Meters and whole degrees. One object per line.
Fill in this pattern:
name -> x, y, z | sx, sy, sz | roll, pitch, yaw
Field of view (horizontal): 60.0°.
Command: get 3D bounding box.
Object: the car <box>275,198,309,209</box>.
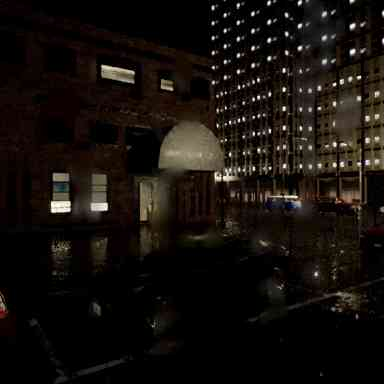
car -> 13.689, 1.514, 45.632 | 1.802, 1.307, 4.206 | 0, 0, -35

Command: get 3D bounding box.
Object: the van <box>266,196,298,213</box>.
van -> 9.972, 1.326, 36.297 | 1.690, 1.788, 3.998 | 0, 0, -35

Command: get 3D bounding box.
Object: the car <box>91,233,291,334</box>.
car -> 0.199, 1.565, 6.774 | 4.313, 1.339, 1.947 | 0, 0, -35

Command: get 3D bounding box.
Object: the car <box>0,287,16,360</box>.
car -> -4.268, 1.440, 3.526 | 4.097, 1.590, 1.967 | 0, 0, -35

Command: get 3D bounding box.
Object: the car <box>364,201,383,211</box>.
car -> 20.017, 1.499, 36.535 | 2.008, 1.369, 4.403 | 0, 0, -35

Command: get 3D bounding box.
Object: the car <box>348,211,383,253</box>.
car -> 8.045, 1.543, 12.440 | 4.507, 1.381, 1.887 | 0, 0, -35

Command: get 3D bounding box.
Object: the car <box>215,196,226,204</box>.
car -> 4.099, 1.437, 59.417 | 1.752, 1.417, 4.829 | 0, 0, -35

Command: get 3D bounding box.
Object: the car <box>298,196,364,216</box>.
car -> 13.136, 1.308, 31.748 | 2.192, 1.841, 5.009 | 0, 0, -35
